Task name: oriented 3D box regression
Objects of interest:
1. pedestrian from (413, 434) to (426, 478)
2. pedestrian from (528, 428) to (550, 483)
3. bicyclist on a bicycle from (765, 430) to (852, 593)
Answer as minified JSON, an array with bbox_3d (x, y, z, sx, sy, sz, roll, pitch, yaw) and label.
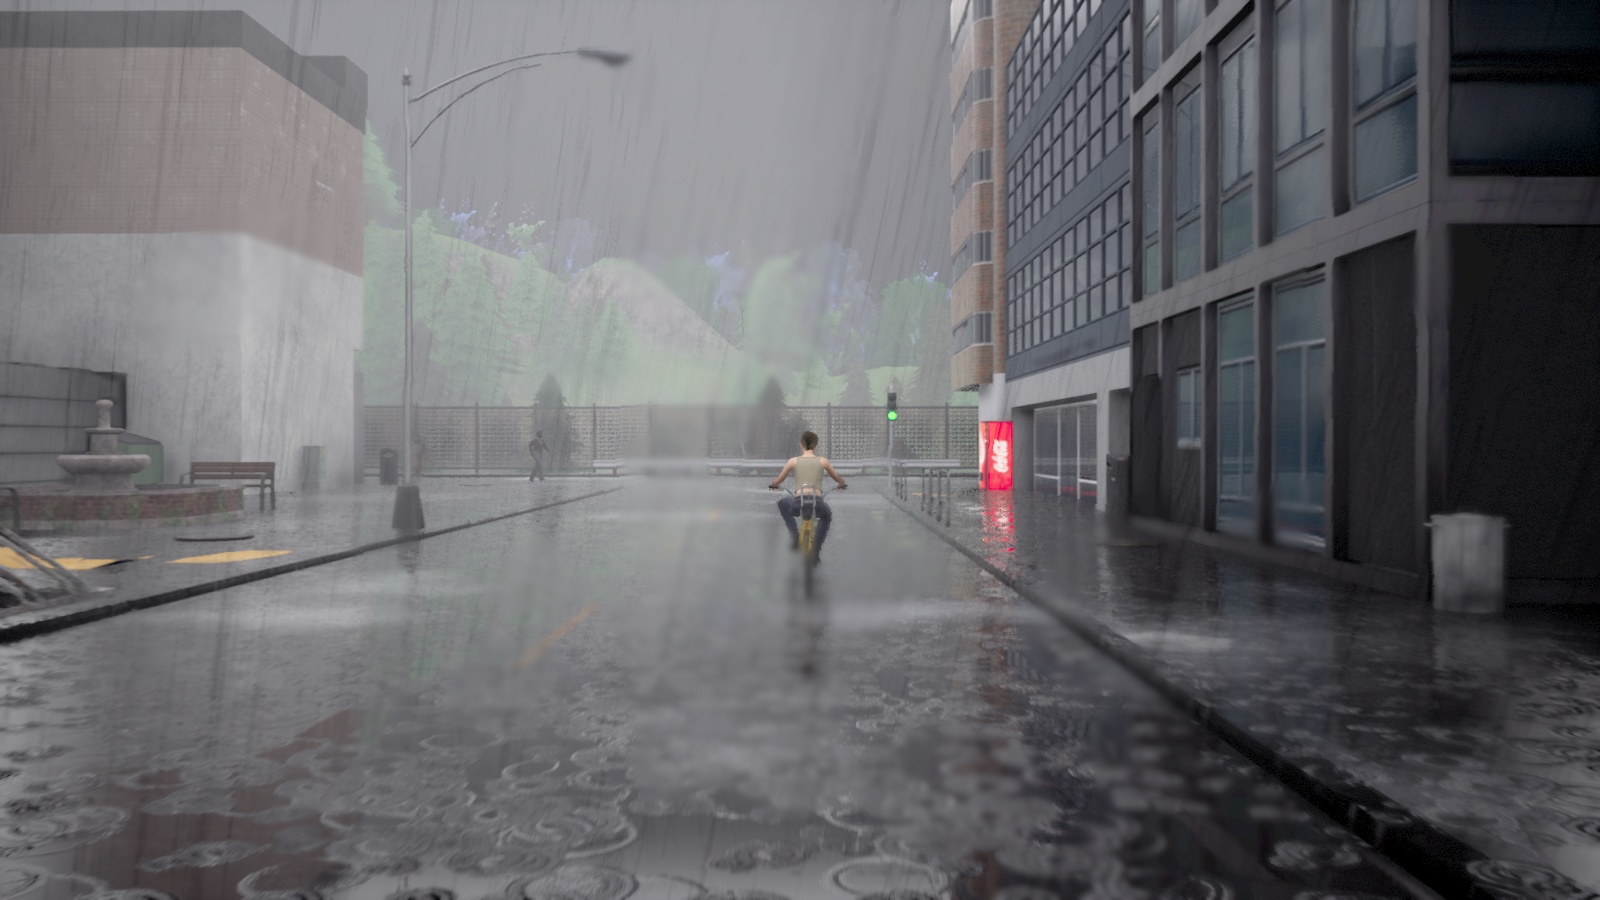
[{"bbox_3d":[-16.003,0.237,52.810,0.540,1.848,0.694,0,0,-18],"label":"pedestrian"},{"bbox_3d":[-9.235,0.192,44.416,0.666,1.930,0.402,0,0,32],"label":"pedestrian"},{"bbox_3d":[0.090,0.609,13.207,0.866,1.612,1.509,0,0,0],"label":"bicyclist on a bicycle"}]
